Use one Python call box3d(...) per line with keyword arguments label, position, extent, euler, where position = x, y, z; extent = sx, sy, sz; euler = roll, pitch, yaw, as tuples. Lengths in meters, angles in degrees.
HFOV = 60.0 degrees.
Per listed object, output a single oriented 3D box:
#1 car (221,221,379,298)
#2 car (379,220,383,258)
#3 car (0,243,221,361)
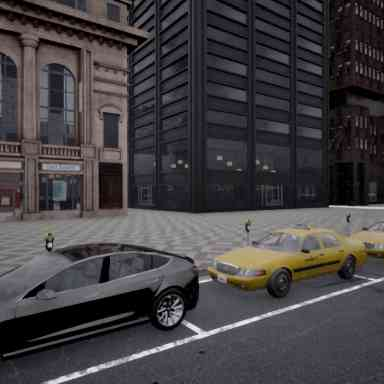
box3d(label="car", position=(2.604, 1.525, 8.488), extent=(4.829, 1.417, 1.752), euler=(0, 0, -35))
box3d(label="car", position=(7.205, 1.525, 11.751), extent=(4.829, 1.417, 1.752), euler=(0, 0, -35))
box3d(label="car", position=(-1.858, 1.566, 5.322), extent=(4.313, 1.339, 1.947), euler=(0, 0, -35))
